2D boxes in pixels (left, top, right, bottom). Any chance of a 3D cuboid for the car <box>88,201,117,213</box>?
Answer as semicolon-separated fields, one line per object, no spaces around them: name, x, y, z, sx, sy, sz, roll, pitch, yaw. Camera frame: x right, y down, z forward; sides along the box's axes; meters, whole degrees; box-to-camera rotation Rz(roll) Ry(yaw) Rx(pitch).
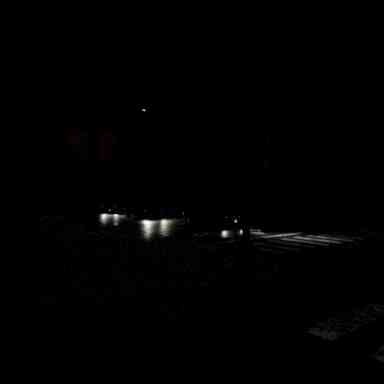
car;-10.451;1.738;38.888;1.895;1.301;4.718;0;0;-36

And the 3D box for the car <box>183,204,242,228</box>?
car;1.272;1.550;22.542;2.128;1.511;4.902;0;0;-36

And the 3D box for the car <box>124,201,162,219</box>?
car;-4.550;1.575;30.652;1.882;1.535;5.008;0;0;-35
